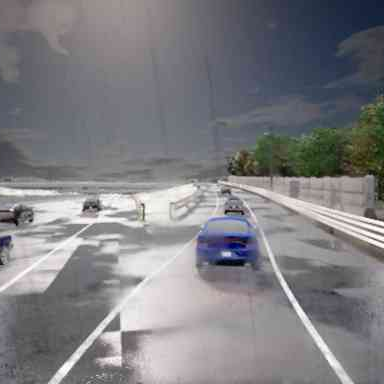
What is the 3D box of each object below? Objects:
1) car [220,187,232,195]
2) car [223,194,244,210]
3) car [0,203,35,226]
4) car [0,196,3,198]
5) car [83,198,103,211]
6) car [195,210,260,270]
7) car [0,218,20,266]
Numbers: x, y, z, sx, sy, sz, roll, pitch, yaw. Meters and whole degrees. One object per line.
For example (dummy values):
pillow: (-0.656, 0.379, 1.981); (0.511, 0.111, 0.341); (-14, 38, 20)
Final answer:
car: (6.260, -0.230, 61.518); (1.837, 1.490, 4.892); (0, 3, 2)
car: (3.926, 1.286, 31.335); (2.033, 1.411, 5.357); (0, 2, 7)
car: (-12.211, 1.499, 22.689); (2.128, 1.511, 4.902); (0, 0, -10)
car: (-32.151, 1.310, 54.314); (2.128, 1.511, 4.902); (0, 0, -10)
car: (-11.670, 1.451, 39.268); (1.837, 1.490, 4.892); (0, 0, -10)
car: (1.263, 1.586, 11.560); (1.882, 1.535, 5.008); (0, -1, 7)
car: (-6.309, 1.601, 8.483); (1.895, 1.301, 4.718); (0, 0, -10)
